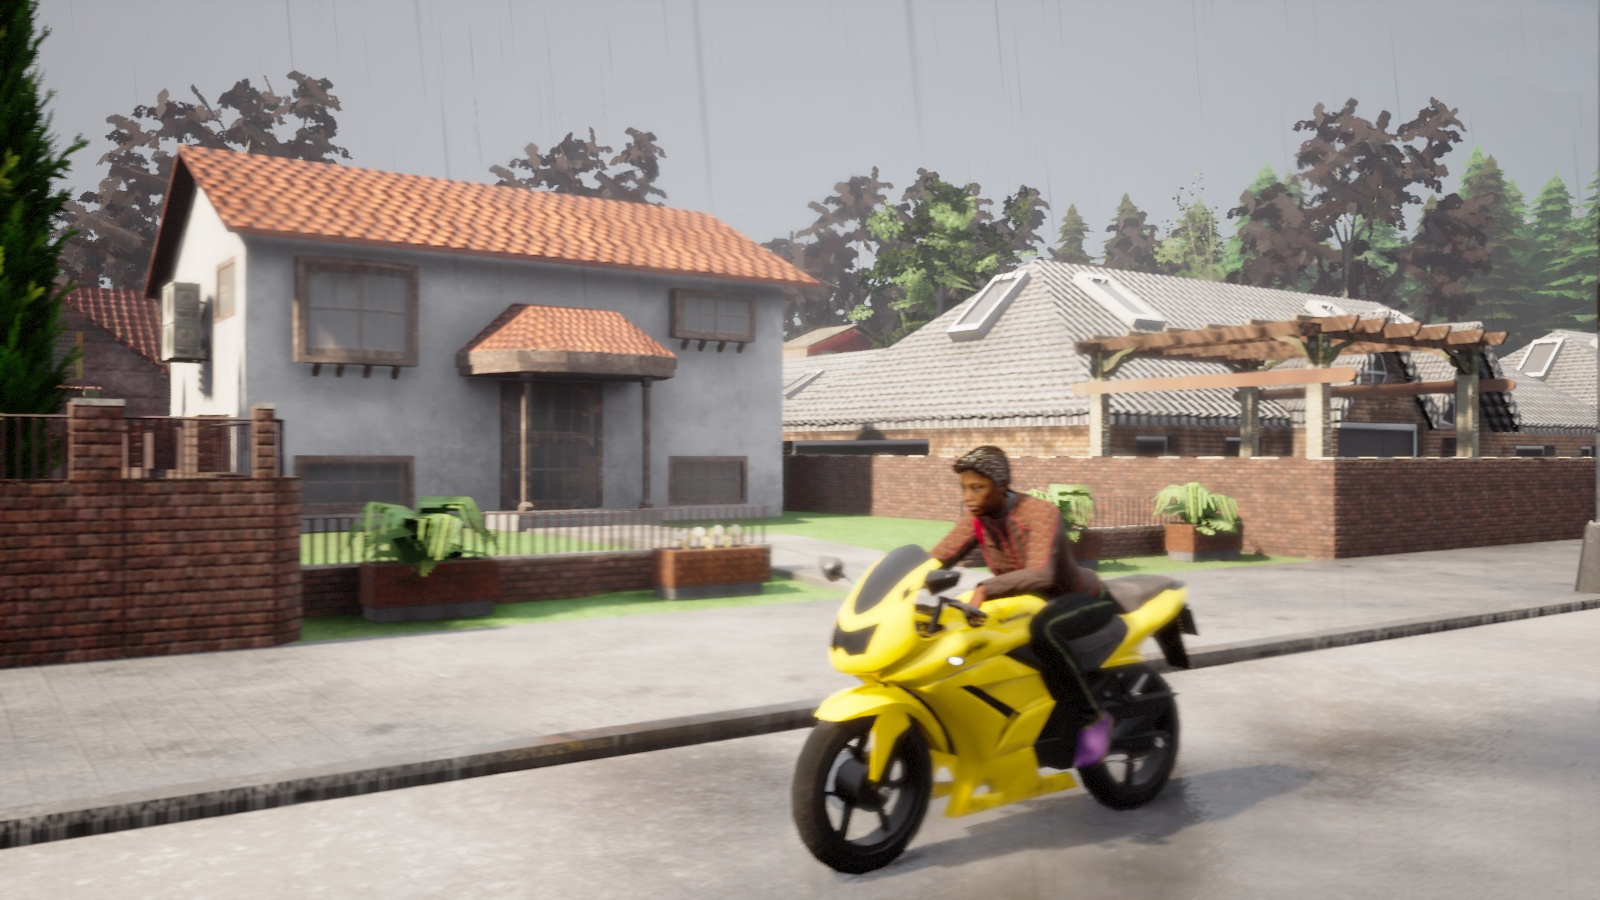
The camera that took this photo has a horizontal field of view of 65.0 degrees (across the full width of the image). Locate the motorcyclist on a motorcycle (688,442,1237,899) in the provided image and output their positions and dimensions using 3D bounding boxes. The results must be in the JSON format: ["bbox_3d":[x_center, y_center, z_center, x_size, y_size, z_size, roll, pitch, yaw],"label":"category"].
[{"bbox_3d":[0.669,0.737,4.734,2.044,1.523,0.797,0,0,-35],"label":"motorcyclist on a motorcycle"}]
